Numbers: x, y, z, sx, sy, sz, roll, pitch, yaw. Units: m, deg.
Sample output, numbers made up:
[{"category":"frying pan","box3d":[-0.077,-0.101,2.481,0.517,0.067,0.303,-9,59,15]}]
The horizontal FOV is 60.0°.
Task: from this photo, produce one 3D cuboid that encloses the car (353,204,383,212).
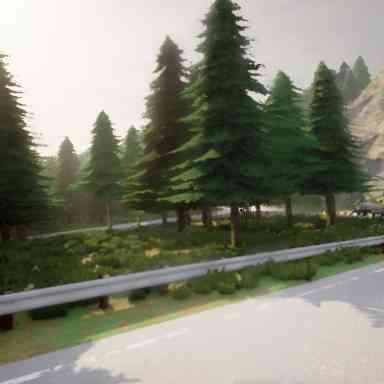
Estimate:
[{"category":"car","box3d":[19.779,2.100,36.773,1.837,1.490,4.892,-4,-3,-5]}]
